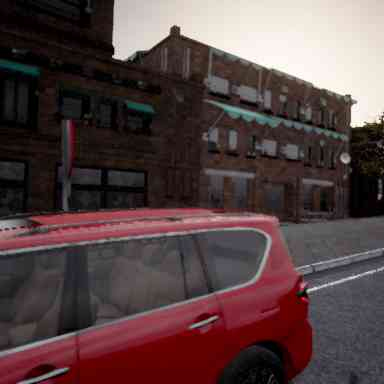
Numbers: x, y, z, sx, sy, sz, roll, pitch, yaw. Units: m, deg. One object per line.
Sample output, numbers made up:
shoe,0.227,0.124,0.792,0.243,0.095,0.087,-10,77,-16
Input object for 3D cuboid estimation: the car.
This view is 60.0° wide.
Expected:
car,-1.337,1.219,2.731,5.566,2.045,2.150,0,0,-36
